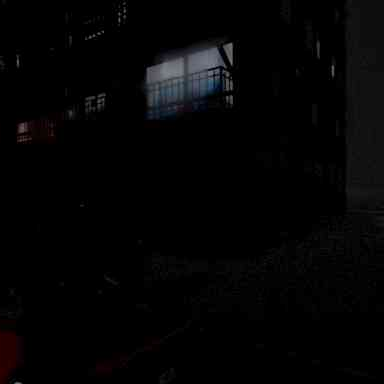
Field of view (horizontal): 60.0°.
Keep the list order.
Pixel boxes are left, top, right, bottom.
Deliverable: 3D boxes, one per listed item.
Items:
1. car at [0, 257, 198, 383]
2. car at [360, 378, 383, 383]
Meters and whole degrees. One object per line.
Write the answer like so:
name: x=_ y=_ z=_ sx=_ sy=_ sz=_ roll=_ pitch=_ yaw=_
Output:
car: x=-2.036 y=1.545 z=4.330 sx=4.507 sy=1.381 sz=1.887 roll=0 pitch=0 yaw=36
car: x=2.551 y=1.566 z=1.055 sx=4.313 sy=1.339 sz=1.947 roll=0 pitch=0 yaw=36
